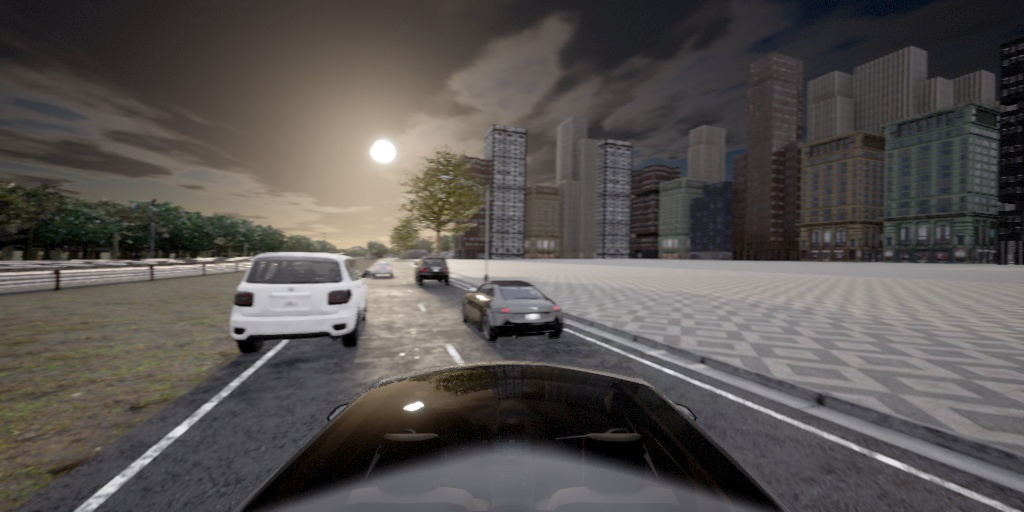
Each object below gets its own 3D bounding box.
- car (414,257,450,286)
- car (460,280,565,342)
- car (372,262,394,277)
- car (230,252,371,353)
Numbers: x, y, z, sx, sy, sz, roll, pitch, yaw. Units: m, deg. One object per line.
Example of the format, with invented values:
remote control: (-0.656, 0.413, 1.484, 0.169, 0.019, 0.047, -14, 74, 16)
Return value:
car: (-6.089, 1.077, 27.081, 2.150, 2.045, 5.566, 1, -1, -19)
car: (-0.186, 1.377, 10.176, 1.994, 1.385, 4.181, 1, -1, -19)
car: (-13.250, 1.342, 36.897, 1.812, 1.442, 4.674, 1, -1, -19)
car: (-4.881, 0.943, 9.005, 2.150, 2.045, 5.566, 1, -1, -19)
